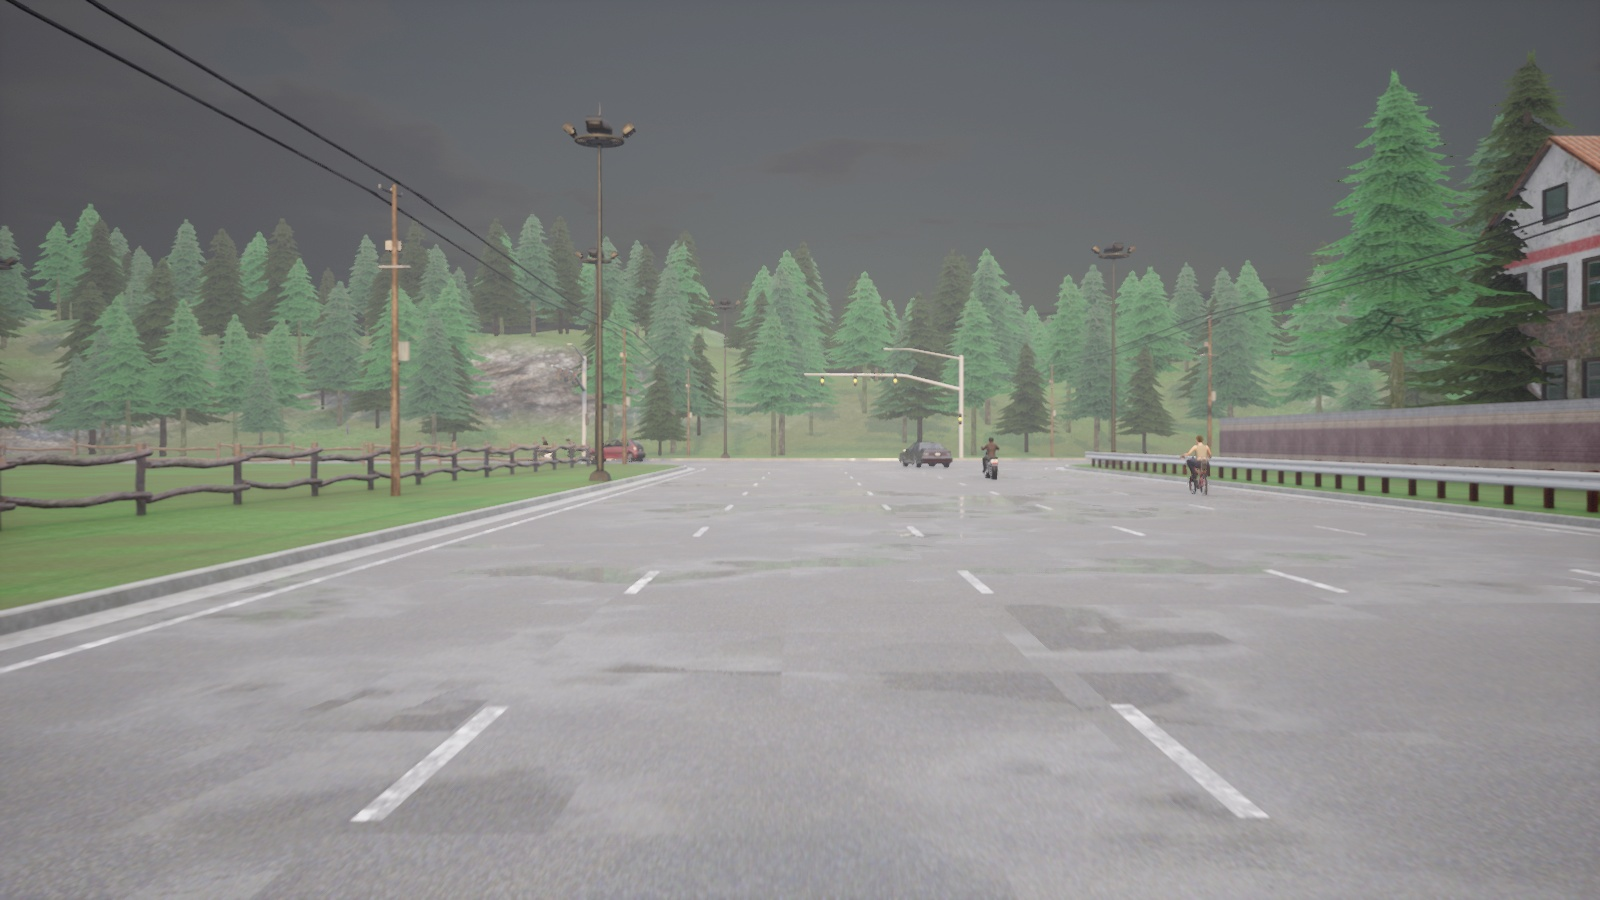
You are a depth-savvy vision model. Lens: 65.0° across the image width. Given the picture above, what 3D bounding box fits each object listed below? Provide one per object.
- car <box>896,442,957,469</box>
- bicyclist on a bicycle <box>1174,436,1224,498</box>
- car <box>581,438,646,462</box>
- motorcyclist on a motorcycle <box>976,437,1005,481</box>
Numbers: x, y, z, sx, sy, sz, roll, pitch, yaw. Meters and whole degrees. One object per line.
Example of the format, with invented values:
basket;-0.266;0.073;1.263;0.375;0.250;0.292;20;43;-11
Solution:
car;6.862;0.285;68.897;2.033;1.411;5.357;0;0;-9
bicyclist on a bicycle;10.701;0.439;33.743;0.866;1.612;1.509;0;0;1
car;-12.755;-0.007;85.789;3.988;1.617;1.851;0;0;15
motorcyclist on a motorcycle;7.287;0.343;48.116;0.766;1.649;2.350;0;0;0
